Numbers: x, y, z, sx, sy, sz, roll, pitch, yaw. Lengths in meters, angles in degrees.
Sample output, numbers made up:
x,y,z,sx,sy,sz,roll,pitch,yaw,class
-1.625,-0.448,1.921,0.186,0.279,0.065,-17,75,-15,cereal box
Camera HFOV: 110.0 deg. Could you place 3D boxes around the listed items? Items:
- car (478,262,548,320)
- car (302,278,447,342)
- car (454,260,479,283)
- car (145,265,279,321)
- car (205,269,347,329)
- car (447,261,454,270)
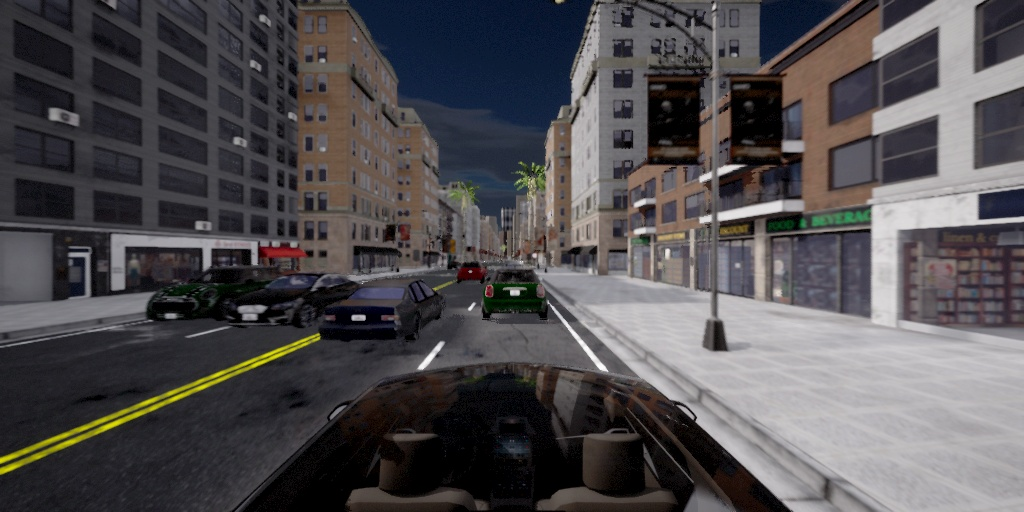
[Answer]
x,y,z,sx,sy,sz,roll,pitch,yaw,class
0.095,1.154,13.070,2.097,1.767,4.553,0,0,0,car
-3.156,1.335,9.896,2.033,1.411,5.357,0,0,0,car
-3.156,1.236,29.378,2.097,1.767,4.553,0,0,0,car
-9.851,1.152,12.593,2.097,1.767,4.553,0,0,0,car
-6.600,1.286,11.480,2.128,1.511,4.902,0,0,0,car
-9.753,1.607,60.790,1.837,1.490,4.892,0,-1,0,car
